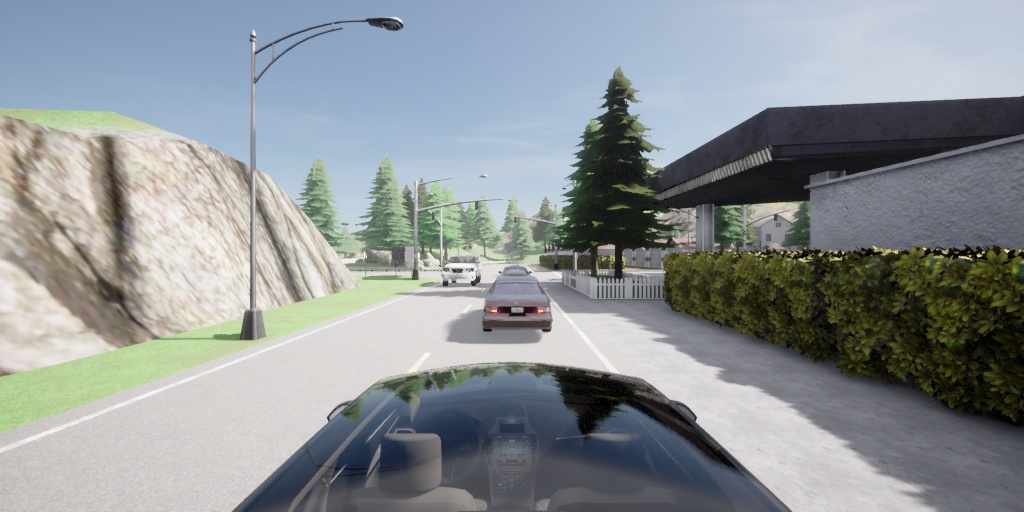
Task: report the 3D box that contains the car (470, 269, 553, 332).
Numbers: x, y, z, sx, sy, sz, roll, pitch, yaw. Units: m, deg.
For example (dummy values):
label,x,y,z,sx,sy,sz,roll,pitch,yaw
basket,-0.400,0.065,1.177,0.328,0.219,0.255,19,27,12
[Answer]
label,x,y,z,sx,sy,sz,roll,pitch,yaw
car,0.139,1.297,10.825,2.033,1.411,5.357,0,0,0

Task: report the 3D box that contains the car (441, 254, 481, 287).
label,x,y,z,sx,sy,sz,roll,pitch,yaw
car,-3.391,0.884,25.018,2.150,2.045,5.566,0,0,0

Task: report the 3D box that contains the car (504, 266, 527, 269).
label,x,y,z,sx,sy,sz,roll,pitch,yaw
car,0.187,1.276,20.411,1.812,1.442,4.674,0,0,0
